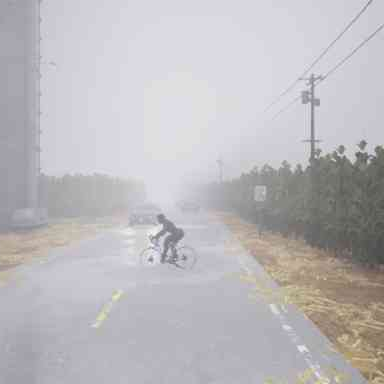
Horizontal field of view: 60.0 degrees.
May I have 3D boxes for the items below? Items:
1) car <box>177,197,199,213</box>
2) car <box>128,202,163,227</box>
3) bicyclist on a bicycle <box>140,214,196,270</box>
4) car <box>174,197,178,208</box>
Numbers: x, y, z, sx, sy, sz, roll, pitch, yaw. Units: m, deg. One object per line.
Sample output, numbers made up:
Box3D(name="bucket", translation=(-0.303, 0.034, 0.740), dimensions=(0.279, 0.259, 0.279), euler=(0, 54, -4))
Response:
Box3D(name="car", translation=(-0.308, 1.562, 37.864), dimensions=(1.994, 1.385, 4.181), euler=(0, 0, -4))
Box3D(name="car", translation=(-3.093, 1.505, 22.918), dimensions=(1.837, 1.490, 4.892), euler=(0, 0, 1))
Box3D(name="bicyclist on a bicycle", translation=(-0.706, 1.455, 9.561), dimensions=(1.656, 1.620, 0.582), euler=(-2, 0, 0))
Box3D(name="car", translation=(-1.566, 1.503, 49.483), dimensions=(1.837, 1.490, 4.892), euler=(0, 0, -8))
